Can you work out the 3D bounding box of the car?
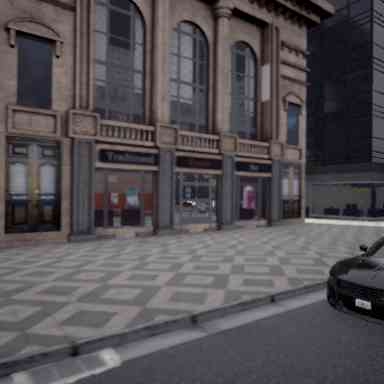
[{"bbox_3d":[4.769,1.536,6.761,5.008,1.535,1.882,1,0,-35],"label":"car"}]
